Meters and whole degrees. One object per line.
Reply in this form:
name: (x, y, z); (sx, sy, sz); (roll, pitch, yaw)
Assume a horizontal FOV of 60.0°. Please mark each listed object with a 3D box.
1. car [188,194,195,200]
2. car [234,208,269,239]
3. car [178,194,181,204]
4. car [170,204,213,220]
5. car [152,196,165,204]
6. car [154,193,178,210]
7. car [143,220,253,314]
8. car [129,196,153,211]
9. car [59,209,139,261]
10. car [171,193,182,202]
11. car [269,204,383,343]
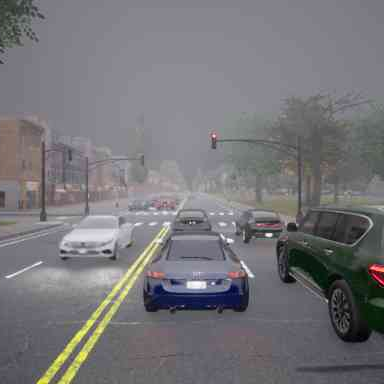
car: (-0.179, 1.304, 84.357); (2.128, 1.511, 4.902); (0, 0, 0)
car: (3.260, 1.581, 16.462); (1.837, 1.490, 4.892); (0, 0, 0)
car: (-3.453, 1.234, 57.504); (2.150, 2.045, 5.566); (0, 1, 0)
car: (0.006, 1.582, 16.633); (1.837, 1.490, 4.892); (0, 0, 1)
car: (-6.668, 1.484, 65.957); (2.033, 1.411, 5.357); (0, 1, 0)
car: (-3.450, 1.329, 44.883); (2.150, 2.045, 5.566); (0, 0, 0)
car: (0.064, 1.583, 7.746); (1.994, 1.385, 4.181); (0, 0, 0)
car: (-6.688, 1.469, 42.600); (2.097, 1.767, 4.553); (0, 0, 0)
car: (-3.375, 1.574, 12.591); (1.812, 1.442, 4.674); (0, 0, 0)
car: (-3.404, 1.231, 72.911); (2.097, 1.767, 4.553); (0, 1, 0)
car: (3.313, 1.235, 6.600); (2.150, 2.045, 5.566); (0, 0, 0)
